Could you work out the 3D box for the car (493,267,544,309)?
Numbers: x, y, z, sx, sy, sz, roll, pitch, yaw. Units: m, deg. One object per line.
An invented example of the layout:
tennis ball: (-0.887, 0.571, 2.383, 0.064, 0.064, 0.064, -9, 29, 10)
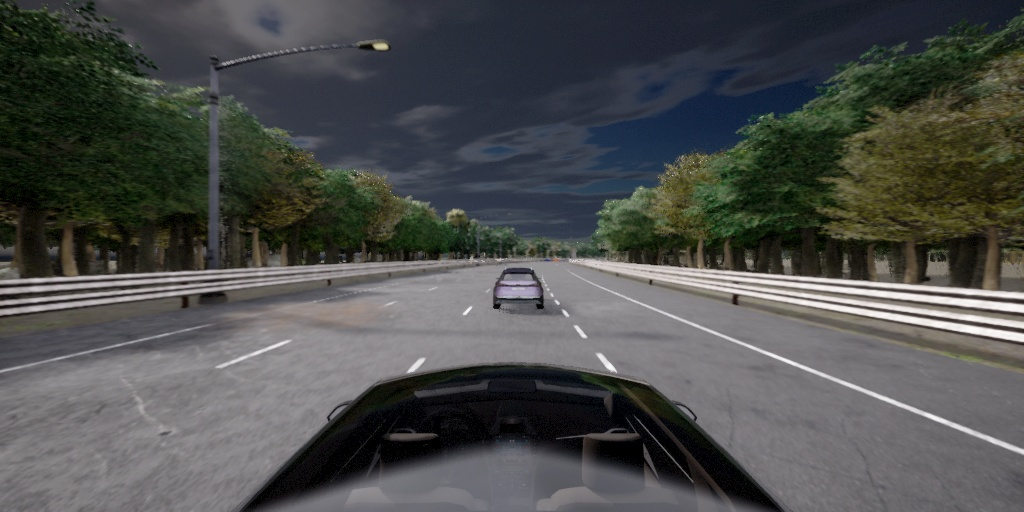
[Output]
car: (0.278, 1.267, 15.130, 2.033, 1.649, 4.856, 0, -1, 1)
